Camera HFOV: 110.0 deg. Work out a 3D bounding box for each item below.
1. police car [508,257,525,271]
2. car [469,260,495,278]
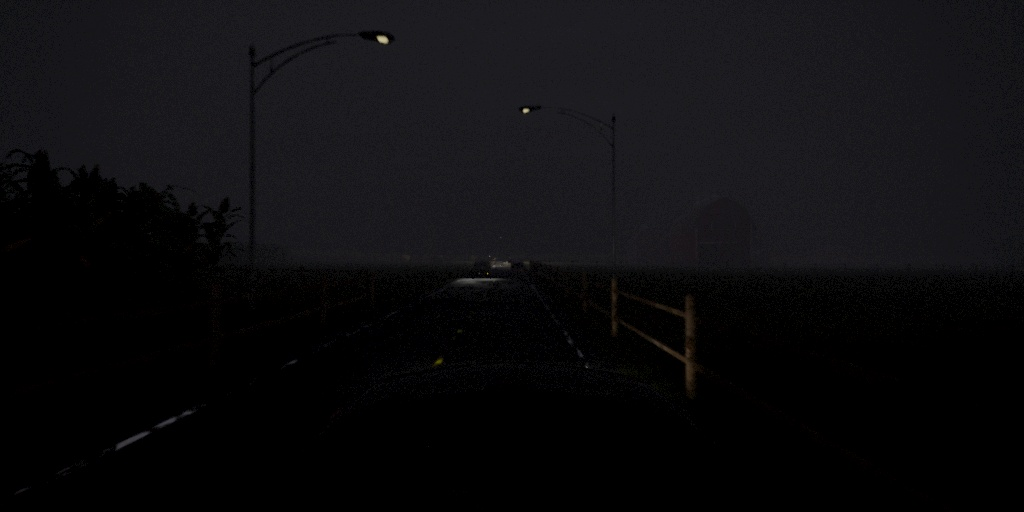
[{"bbox_3d":[0.796,1.162,50.440,1.930,1.638,5.238,0,0,0],"label":"police car"},{"bbox_3d":[-2.860,1.248,33.705,1.837,1.490,4.892,0,0,0],"label":"car"}]
